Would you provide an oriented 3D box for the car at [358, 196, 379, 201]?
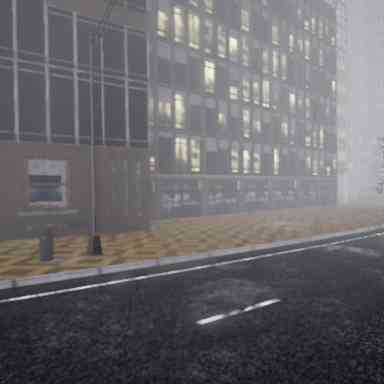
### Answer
[{"bbox_3d":[37.675,1.204,70.783,1.802,1.307,4.206,-1,1,-42],"label":"car"}]

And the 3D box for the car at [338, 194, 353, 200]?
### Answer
[{"bbox_3d":[33.921,1.138,75.050,1.947,1.339,4.313,-1,1,-42],"label":"car"}]
